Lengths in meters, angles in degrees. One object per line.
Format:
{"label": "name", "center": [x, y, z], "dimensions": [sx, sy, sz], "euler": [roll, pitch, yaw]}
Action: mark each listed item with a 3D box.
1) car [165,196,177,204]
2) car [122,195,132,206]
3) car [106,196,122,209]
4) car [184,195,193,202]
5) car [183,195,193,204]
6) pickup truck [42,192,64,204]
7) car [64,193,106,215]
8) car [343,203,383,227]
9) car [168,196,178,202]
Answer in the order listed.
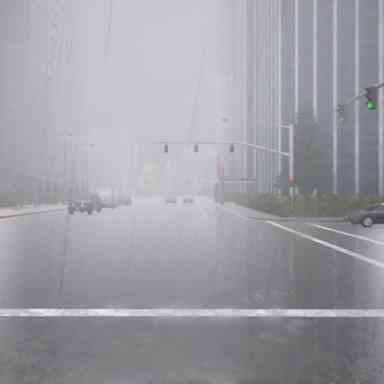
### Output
{"label": "car", "center": [-4.142, 1.601, 64.957], "dimensions": [1.895, 1.301, 4.718], "euler": [0, 0, 0]}
{"label": "car", "center": [-11.244, 1.352, 54.579], "dimensions": [2.097, 1.767, 4.553], "euler": [0, 0, -1]}
{"label": "car", "center": [-11.170, 1.564, 44.372], "dimensions": [1.994, 1.385, 4.181], "euler": [0, 0, -1]}
{"label": "car", "center": [-0.830, 1.387, 75.547], "dimensions": [1.882, 1.535, 5.008], "euler": [0, 0, 0]}
{"label": "car", "center": [-0.745, 1.526, 65.296], "dimensions": [1.812, 1.442, 4.674], "euler": [0, 0, 0]}
{"label": "pickup truck", "center": [-24.323, 1.059, 59.995], "dimensions": [2.390, 2.098, 6.274], "euler": [0, 0, 30]}
{"label": "car", "center": [-11.086, 1.221, 34.843], "dimensions": [2.150, 2.045, 5.566], "euler": [0, 0, -1]}
{"label": "car", "center": [12.633, 1.505, 22.033], "dimensions": [4.892, 1.490, 1.837], "euler": [0, 0, 0]}
{"label": "car", "center": [-4.326, 1.540, 75.217], "dimensions": [2.033, 1.411, 5.357], "euler": [0, 0, 0]}
